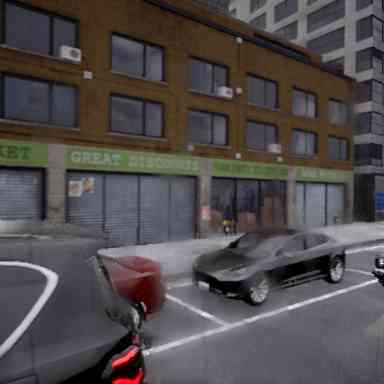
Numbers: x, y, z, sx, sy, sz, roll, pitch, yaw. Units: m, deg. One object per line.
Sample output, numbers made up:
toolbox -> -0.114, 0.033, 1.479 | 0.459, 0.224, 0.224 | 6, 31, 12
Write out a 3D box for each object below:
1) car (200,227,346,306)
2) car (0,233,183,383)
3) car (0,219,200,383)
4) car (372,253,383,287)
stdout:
car -> 2.027, 1.566, 8.087 | 4.313, 1.339, 1.947 | 0, 1, -36
car -> -2.539, 1.544, 4.827 | 4.507, 1.381, 1.887 | 0, 1, -36
car -> -2.858, 1.223, 1.339 | 5.566, 2.045, 2.150 | 0, 0, -35
car -> 6.287, 1.603, 7.859 | 4.718, 1.301, 1.895 | 0, 0, -35
